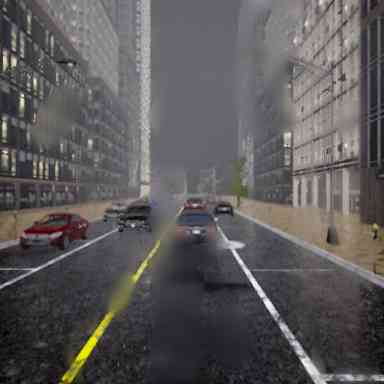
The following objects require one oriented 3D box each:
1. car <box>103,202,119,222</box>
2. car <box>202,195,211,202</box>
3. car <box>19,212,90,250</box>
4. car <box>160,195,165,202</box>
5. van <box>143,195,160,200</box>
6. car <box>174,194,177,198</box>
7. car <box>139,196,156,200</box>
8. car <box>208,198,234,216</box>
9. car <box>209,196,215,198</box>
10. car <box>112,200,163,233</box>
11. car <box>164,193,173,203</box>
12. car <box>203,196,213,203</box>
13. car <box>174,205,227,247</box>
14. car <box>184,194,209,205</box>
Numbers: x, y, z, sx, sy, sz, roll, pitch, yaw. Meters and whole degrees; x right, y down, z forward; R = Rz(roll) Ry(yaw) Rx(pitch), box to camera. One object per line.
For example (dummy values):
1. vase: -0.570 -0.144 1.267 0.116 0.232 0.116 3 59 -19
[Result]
1. car: -5.548 1.494 25.537 2.008 1.369 4.403 0 0 0
2. car: 3.102 1.383 71.179 1.752 1.417 4.829 0 0 0
3. car: -5.615 1.547 14.151 1.802 1.307 4.206 0 0 0
4. car: -5.414 1.478 48.306 1.802 1.307 4.206 0 0 0
5. van: -5.446 1.249 42.613 1.690 1.788 3.998 0 0 0
6. car: -5.246 1.393 76.766 1.947 1.339 4.313 0 0 0
7. car: -5.481 1.465 36.921 1.887 1.381 4.507 0 0 0
8. car: 2.866 1.514 31.167 1.947 1.339 4.313 0 0 0
9. car: 3.001 1.339 53.933 1.967 1.590 4.097 0 0 0
10. car: -2.991 1.465 19.377 1.837 1.490 4.892 0 0 0
11. car: -5.313 1.296 65.381 1.967 1.590 4.097 0 0 0
12. car: 3.067 1.454 65.317 1.802 1.307 4.206 0 0 0
13. car: 0.175 1.522 14.763 2.033 1.411 5.357 0 0 0
14. car: 0.279 1.292 32.570 2.097 1.767 4.553 0 0 0
